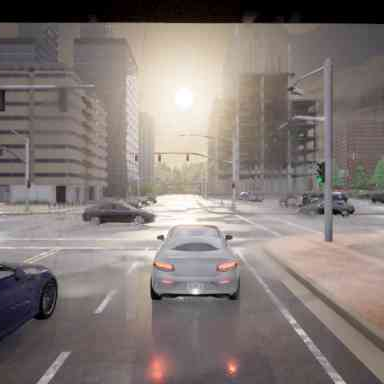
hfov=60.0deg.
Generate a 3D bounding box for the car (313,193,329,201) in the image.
[{"bbox_3d":[29.850,1.153,76.955,1.932,1.855,4.605,0,0,0],"label":"car"}]

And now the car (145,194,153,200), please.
[{"bbox_3d":[-8.168,1.477,55.300,1.882,1.535,5.008,0,0,0],"label":"car"}]

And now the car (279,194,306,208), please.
[{"bbox_3d":[13.061,1.153,44.309,1.932,1.855,4.605,0,0,0],"label":"car"}]

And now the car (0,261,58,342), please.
[{"bbox_3d":[-3.442,1.526,4.387,1.812,1.442,4.674,0,0,0],"label":"car"}]

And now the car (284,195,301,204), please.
[{"bbox_3d":[18.577,1.395,61.749,1.970,1.475,3.806,0,0,0],"label":"car"}]

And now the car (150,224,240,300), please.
[{"bbox_3d":[0.070,1.526,8.262,1.812,1.442,4.674,0,0,0],"label":"car"}]

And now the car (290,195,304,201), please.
[{"bbox_3d":[24.272,1.395,76.878,1.970,1.475,3.806,0,0,0],"label":"car"}]

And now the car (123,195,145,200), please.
[{"bbox_3d":[-8.090,1.352,44.850,2.097,1.767,4.553,0,0,0],"label":"car"}]

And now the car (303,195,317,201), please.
[{"bbox_3d":[27.167,1.364,76.892,1.784,1.438,3.905,0,0,0],"label":"car"}]

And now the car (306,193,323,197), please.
[{"bbox_3d":[15.956,1.156,44.268,1.905,1.878,3.866,0,0,0],"label":"car"}]

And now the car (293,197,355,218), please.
[{"bbox_3d":[12.096,1.491,30.074,4.902,1.511,2.128,0,0,0],"label":"car"}]

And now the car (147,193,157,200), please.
[{"bbox_3d":[-8.207,1.221,65.881,2.150,2.045,5.566,0,0,-1],"label":"car"}]

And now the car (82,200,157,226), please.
[{"bbox_3d":[-4.966,1.504,22.788,4.892,1.490,1.837,0,0,-1],"label":"car"}]

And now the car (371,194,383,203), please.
[{"bbox_3d":[35.474,1.153,61.921,1.932,1.855,4.605,0,0,0],"label":"car"}]
